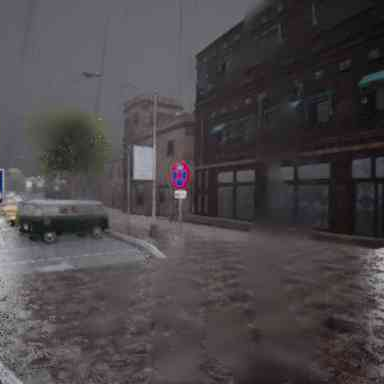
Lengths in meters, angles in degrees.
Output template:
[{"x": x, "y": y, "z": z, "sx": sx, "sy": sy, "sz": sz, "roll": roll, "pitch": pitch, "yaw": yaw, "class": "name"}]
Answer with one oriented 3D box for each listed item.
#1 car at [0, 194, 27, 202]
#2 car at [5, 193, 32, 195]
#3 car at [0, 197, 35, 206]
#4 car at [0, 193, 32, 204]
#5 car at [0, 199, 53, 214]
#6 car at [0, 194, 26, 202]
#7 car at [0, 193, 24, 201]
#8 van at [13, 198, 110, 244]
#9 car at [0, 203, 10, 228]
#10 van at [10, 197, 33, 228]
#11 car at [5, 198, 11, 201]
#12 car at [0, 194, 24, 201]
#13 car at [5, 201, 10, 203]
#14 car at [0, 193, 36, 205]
[{"x": -38.240, "y": 1.314, "z": 71.195, "sx": 2.185, "sy": 1.767, "sz": 4.553, "roll": 1, "pitch": -1, "yaw": 40, "class": "car"}, {"x": -26.114, "y": 1.417, "z": 50.476, "sx": 2.185, "sy": 1.767, "sz": 4.553, "roll": 1, "pitch": 0, "yaw": 40, "class": "car"}, {"x": -29.165, "y": 1.551, "z": 55.641, "sx": 2.002, "sy": 1.452, "sz": 4.674, "roll": 1, "pitch": -1, "yaw": 40, "class": "car"}, {"x": -35.207, "y": 1.209, "z": 66.001, "sx": 2.435, "sy": 2.045, "sz": 5.566, "roll": 1, "pitch": -1, "yaw": 40, "class": "car"}, {"x": -18.559, "y": 1.631, "z": 37.505, "sx": 2.231, "sy": 1.521, "sz": 4.892, "roll": 1, "pitch": 0, "yaw": 40, "class": "car"}, {"x": -39.749, "y": 1.305, "z": 73.789, "sx": 2.185, "sy": 1.767, "sz": 4.553, "roll": 1, "pitch": -1, "yaw": 40, "class": "car"}, {"x": -42.722, "y": 1.291, "z": 79.021, "sx": 2.185, "sy": 1.767, "sz": 4.553, "roll": 1, "pitch": -1, "yaw": 40, "class": "car"}, {"x": -6.251, "y": 1.438, "z": 16.940, "sx": 1.878, "sy": 1.987, "sz": 4.442, "roll": 0, "pitch": -2, "yaw": 39, "class": "van"}, {"x": -9.396, "y": 1.702, "z": 21.989, "sx": 2.097, "sy": 1.535, "sz": 5.008, "roll": 1, "pitch": -1, "yaw": 39, "class": "car"}, {"x": -7.791, "y": 1.458, "z": 19.515, "sx": 1.878, "sy": 1.987, "sz": 4.442, "roll": 0, "pitch": -2, "yaw": 39, "class": "van"}, {"x": -15.642, "y": 1.660, "z": 32.183, "sx": 1.946, "sy": 1.575, "sz": 5.366, "roll": 1, "pitch": 0, "yaw": 40, "class": "car"}, {"x": -44.273, "y": 1.409, "z": 81.593, "sx": 2.097, "sy": 1.535, "sz": 5.008, "roll": 1, "pitch": -1, "yaw": 40, "class": "car"}, {"x": -10.825, "y": 1.716, "z": 24.708, "sx": 1.946, "sy": 1.575, "sz": 5.366, "roll": 1, "pitch": -1, "yaw": 39, "class": "car"}, {"x": -30.664, "y": 1.246, "z": 58.213, "sx": 2.435, "sy": 2.045, "sz": 5.566, "roll": 2, "pitch": -1, "yaw": 40, "class": "car"}]
